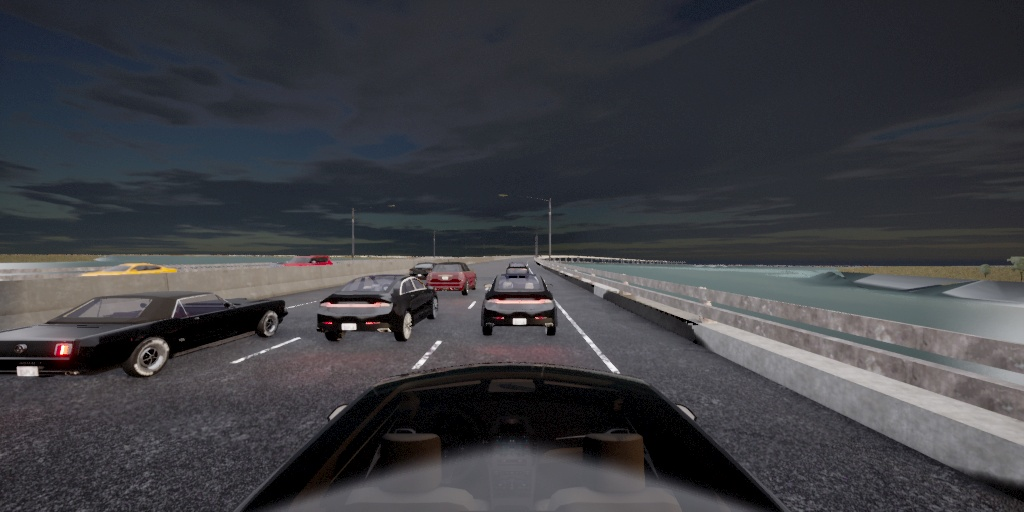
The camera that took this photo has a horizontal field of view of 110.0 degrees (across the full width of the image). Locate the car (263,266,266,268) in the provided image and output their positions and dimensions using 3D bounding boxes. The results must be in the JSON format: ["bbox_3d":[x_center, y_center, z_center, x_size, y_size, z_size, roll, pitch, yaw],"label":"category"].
[{"bbox_3d":[-20.700,1.300,32.033,2.033,1.411,5.357,0,0,1],"label":"car"}]

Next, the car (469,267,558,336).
[{"bbox_3d":[0.186,1.242,10.392,2.128,1.511,4.902,0,0,0],"label":"car"}]

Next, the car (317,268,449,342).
[{"bbox_3d":[-3.324,1.242,9.793,2.128,1.511,4.902,0,0,1],"label":"car"}]

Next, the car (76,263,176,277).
[{"bbox_3d":[-24.354,1.231,22.899,1.882,1.535,5.008,0,0,1],"label":"car"}]

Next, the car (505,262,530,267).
[{"bbox_3d":[0.463,1.241,30.040,2.128,1.511,4.902,0,0,1],"label":"car"}]

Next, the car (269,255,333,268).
[{"bbox_3d":[-17.235,0.974,30.077,2.150,2.045,5.566,0,0,1],"label":"car"}]

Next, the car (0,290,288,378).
[{"bbox_3d":[-6.852,1.352,7.312,1.895,1.301,4.718,0,0,1],"label":"car"}]

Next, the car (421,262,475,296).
[{"bbox_3d":[-3.204,1.103,19.679,2.097,1.767,4.553,0,0,2],"label":"car"}]

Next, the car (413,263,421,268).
[{"bbox_3d":[-6.567,1.229,28.136,1.882,1.535,5.008,0,0,1],"label":"car"}]
